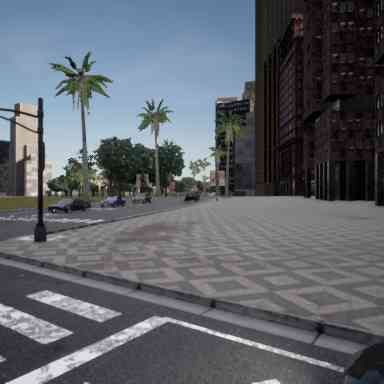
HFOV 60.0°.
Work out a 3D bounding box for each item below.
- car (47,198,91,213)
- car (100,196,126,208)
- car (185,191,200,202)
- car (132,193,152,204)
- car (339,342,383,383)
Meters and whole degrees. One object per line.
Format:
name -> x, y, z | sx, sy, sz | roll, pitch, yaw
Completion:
car -> -12.435, 1.358, 34.170 | 2.033, 1.411, 5.357 | 0, 0, 14
car -> -10.213, 1.254, 43.564 | 1.812, 1.442, 4.674 | 0, 1, 13
car -> 0.148, 0.777, 61.351 | 2.150, 2.045, 5.566 | 0, 1, 10
car -> -8.088, 0.988, 53.646 | 2.097, 1.767, 4.553 | 0, 1, 11
car -> 3.208, 1.505, 1.423 | 4.892, 1.490, 1.837 | 0, 0, 34
